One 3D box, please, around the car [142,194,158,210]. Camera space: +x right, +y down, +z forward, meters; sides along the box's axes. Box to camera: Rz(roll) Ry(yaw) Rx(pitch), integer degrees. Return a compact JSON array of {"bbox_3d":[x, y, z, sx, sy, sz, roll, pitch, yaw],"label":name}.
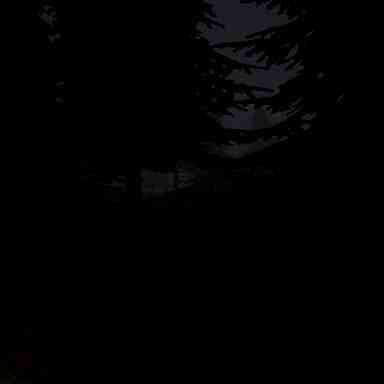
[{"bbox_3d":[-6.438,1.206,39.240,2.150,2.045,5.566,0,0,37],"label":"car"}]
